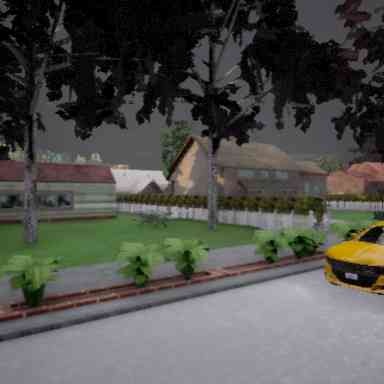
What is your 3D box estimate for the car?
[{"bbox_3d":[5.353,1.481,8.346,5.008,1.535,1.882,0,0,-35],"label":"car"}]
